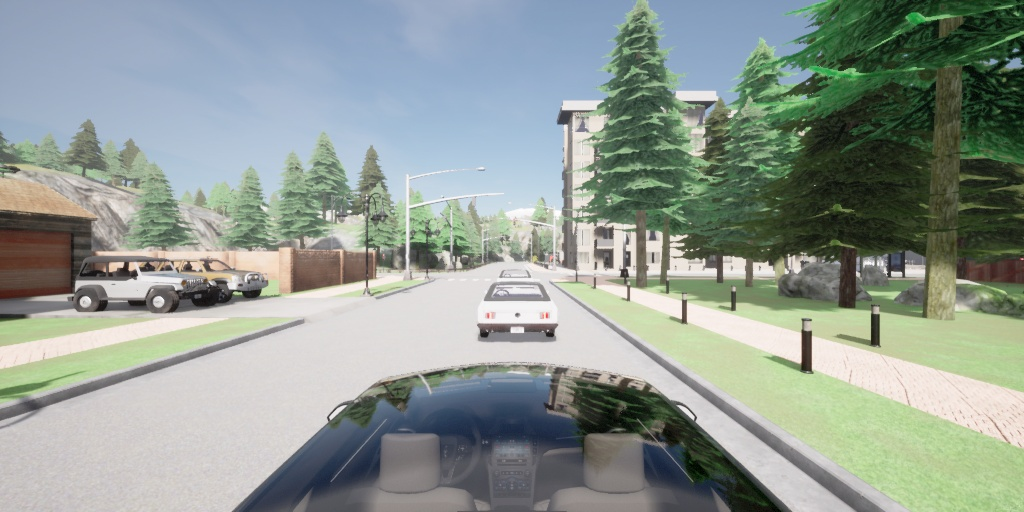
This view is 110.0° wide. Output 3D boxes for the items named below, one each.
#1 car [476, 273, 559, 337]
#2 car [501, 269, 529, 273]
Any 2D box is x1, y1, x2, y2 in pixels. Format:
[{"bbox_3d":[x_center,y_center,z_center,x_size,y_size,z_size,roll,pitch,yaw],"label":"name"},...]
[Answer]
[{"bbox_3d":[0.134,1.351,10.192,1.895,1.301,4.718,0,0,0],"label":"car"},{"bbox_3d":[0.167,1.351,19.359,1.895,1.301,4.718,0,0,0],"label":"car"}]
